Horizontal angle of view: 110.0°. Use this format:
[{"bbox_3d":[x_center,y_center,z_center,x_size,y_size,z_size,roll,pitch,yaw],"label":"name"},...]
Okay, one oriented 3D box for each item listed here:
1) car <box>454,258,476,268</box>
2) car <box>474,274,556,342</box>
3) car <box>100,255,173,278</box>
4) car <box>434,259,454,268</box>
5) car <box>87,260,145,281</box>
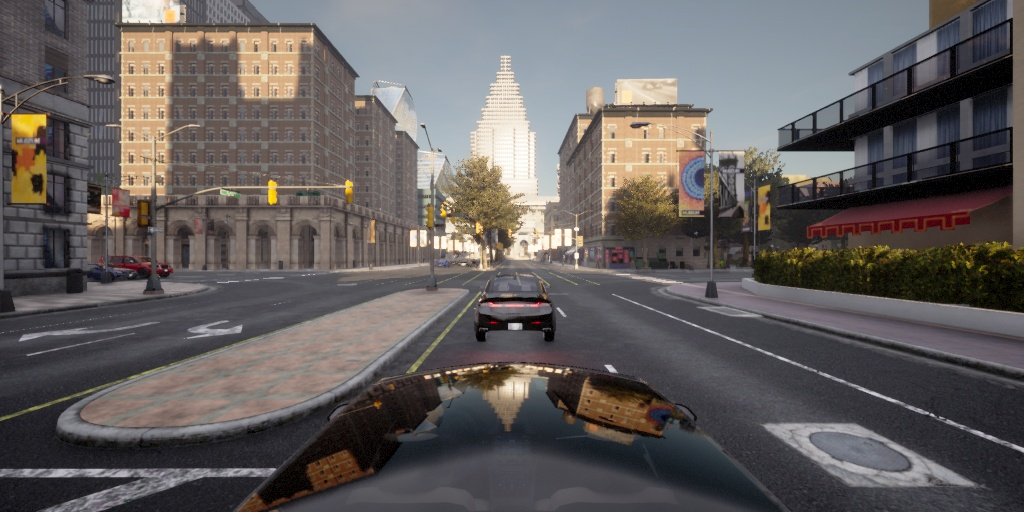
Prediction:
[{"bbox_3d":[-8.047,1.240,61.771,2.128,1.511,4.902,0,0,0],"label":"car"},{"bbox_3d":[0.080,1.242,9.827,2.128,1.511,4.902,0,0,0],"label":"car"},{"bbox_3d":[-34.439,0.971,32.738,5.566,2.045,2.150,0,0,-2],"label":"car"},{"bbox_3d":[-11.551,1.228,60.056,1.882,1.535,5.008,0,0,0],"label":"car"},{"bbox_3d":[-33.439,1.276,29.249,4.674,1.442,1.812,0,0,0],"label":"car"}]
